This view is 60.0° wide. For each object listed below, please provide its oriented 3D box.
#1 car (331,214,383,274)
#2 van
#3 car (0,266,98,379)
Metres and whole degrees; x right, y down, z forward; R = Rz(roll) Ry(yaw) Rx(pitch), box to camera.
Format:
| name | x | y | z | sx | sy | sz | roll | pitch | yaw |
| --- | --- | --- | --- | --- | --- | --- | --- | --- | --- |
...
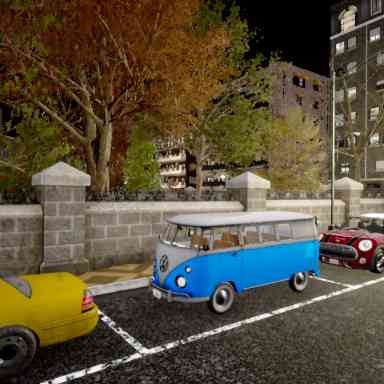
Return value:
| name | x | y | z | sx | sy | sz | roll | pitch | yaw |
| --- | --- | --- | --- | --- | --- | --- | --- | --- | --- |
| car | 5.643 | 1.442 | 10.563 | 4.097 | 1.590 | 1.967 | 0 | 1 | -35 |
| van | 1.072 | 1.342 | 7.305 | 3.998 | 1.788 | 1.690 | 0 | 1 | -35 |
| car | -3.641 | 1.525 | 3.952 | 4.829 | 1.417 | 1.752 | 0 | 1 | -35 |
